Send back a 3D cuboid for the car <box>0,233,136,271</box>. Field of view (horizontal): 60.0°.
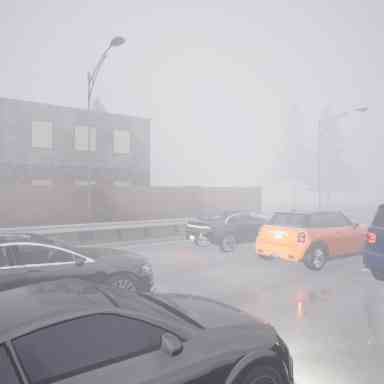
[{"bbox_3d":[-3.008,1.491,5.901,4.902,1.511,2.128,0,0,-36],"label":"car"}]

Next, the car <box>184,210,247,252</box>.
[{"bbox_3d":[1.989,1.491,13.829,4.902,1.511,2.128,0,0,-35],"label":"car"}]

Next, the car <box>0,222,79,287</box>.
[{"bbox_3d":[-5.539,1.601,8.393,4.718,1.301,1.895,0,0,-36],"label":"car"}]

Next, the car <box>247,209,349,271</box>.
[{"bbox_3d":[4.311,1.352,11.184,4.553,1.767,2.097,0,0,-35],"label":"car"}]

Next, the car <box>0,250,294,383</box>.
[{"bbox_3d":[-0.987,1.564,3.044,4.181,1.385,1.994,0,0,-35],"label":"car"}]

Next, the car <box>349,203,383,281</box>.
[{"bbox_3d":[6.642,1.221,8.545,5.566,2.045,2.150,0,0,-35],"label":"car"}]
